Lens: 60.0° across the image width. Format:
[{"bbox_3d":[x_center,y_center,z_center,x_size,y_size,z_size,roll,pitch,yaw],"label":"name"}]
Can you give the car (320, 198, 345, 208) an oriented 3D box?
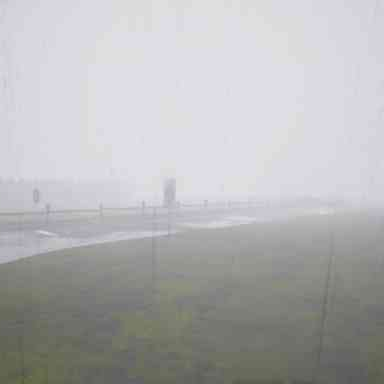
[{"bbox_3d":[19.898,1.460,46.964,1.895,1.301,4.718,1,1,44],"label":"car"}]
